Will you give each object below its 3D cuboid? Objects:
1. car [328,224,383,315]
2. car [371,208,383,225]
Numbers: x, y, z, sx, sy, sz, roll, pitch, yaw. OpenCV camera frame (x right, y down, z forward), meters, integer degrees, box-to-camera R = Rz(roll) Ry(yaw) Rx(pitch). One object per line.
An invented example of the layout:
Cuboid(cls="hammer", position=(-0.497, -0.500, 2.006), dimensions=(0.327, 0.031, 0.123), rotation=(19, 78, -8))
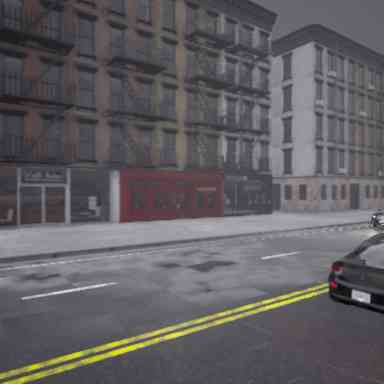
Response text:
Cuboid(cls="car", position=(4.623, 1.525, 6.744), dimensions=(4.674, 1.442, 1.812), rotation=(0, 0, -35))
Cuboid(cls="car", position=(13.271, 1.488, 21.135), dimensions=(4.902, 1.511, 2.128), rotation=(0, 0, -35))
